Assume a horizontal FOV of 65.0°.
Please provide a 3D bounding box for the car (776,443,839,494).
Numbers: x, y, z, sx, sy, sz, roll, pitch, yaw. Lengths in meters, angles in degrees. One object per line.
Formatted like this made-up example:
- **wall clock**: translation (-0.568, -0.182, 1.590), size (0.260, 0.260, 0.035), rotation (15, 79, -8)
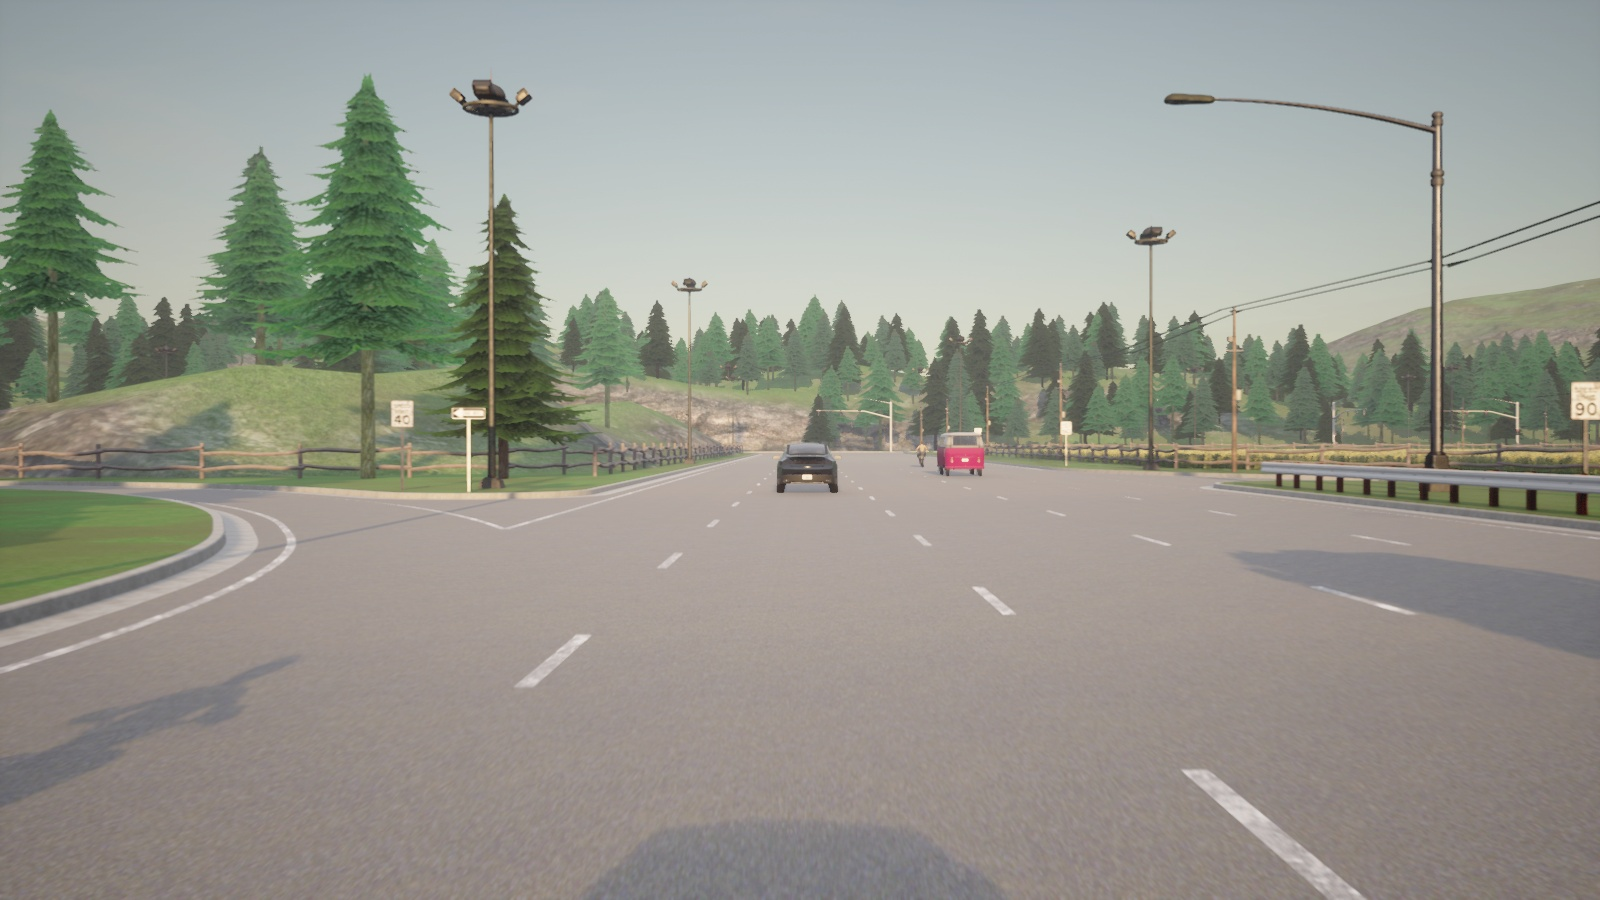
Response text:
- **car**: translation (0.227, 0.535, 39.152), size (1.837, 1.490, 4.892), rotation (0, 0, 0)

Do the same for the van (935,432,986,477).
- **van**: translation (7.326, 0.187, 57.607), size (1.775, 1.987, 4.442), rotation (0, 0, 0)
